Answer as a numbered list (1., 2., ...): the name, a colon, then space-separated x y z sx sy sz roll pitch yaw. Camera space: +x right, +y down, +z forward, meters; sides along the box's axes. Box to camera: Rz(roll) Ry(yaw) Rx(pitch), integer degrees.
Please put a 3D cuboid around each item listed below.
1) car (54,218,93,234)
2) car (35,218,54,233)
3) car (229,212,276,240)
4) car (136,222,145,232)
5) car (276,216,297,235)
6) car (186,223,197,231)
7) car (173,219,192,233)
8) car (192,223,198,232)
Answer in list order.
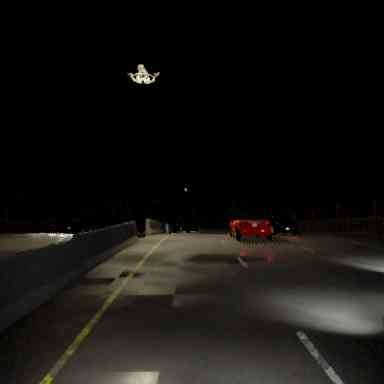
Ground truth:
1. car: -10.602 3.126 30.621 1.994 1.385 4.181 0 -6 0
2. car: -14.103 3.399 33.853 1.882 1.535 5.008 0 -7 0
3. car: 3.597 2.066 21.202 2.097 1.767 4.553 0 -4 0
4. car: -7.094 4.764 45.303 2.033 1.411 5.357 0 -6 0
5. car: 7.096 2.710 27.116 1.837 1.490 4.892 0 -5 0
6. car: -0.008 7.379 69.887 2.128 1.511 4.902 0 -6 2
7. car: -1.230 4.019 39.080 1.837 1.490 4.892 0 -6 0
8. car: -0.005 5.884 55.835 1.882 1.535 5.008 0 -6 0
